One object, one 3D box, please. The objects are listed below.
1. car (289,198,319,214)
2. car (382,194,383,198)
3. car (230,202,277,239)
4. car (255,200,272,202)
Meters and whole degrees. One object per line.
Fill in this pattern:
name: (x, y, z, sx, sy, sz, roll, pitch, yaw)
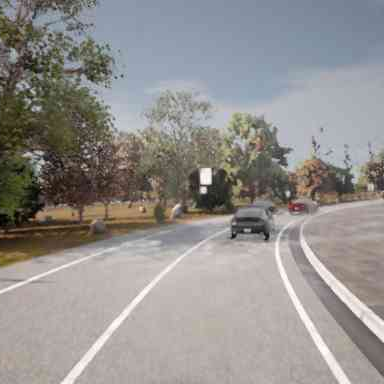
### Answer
car: (11.342, 1.385, 33.653, 1.882, 1.535, 5.008, -4, -2, 35)
car: (36.994, 0.308, 61.472, 4.892, 1.490, 1.837, -4, -2, -37)
car: (3.228, 1.488, 17.380, 1.837, 1.490, 4.892, -2, 0, 17)
car: (6.973, 1.588, 33.311, 1.837, 1.490, 4.892, -3, -2, 34)
